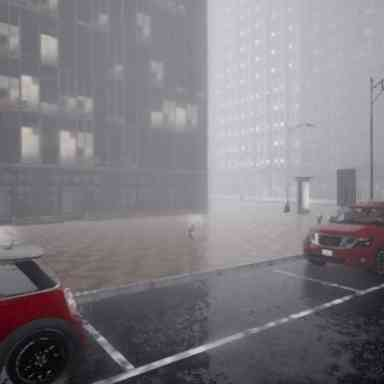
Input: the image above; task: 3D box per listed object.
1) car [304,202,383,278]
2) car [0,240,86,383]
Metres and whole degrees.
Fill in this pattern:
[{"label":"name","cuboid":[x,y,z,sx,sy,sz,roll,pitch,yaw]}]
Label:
[{"label":"car","cuboid":[5.569,1.245,10.103,5.009,1.841,2.192,0,0,-35]},{"label":"car","cuboid":[-3.442,1.445,3.646,4.097,1.590,1.967,0,0,-35]}]
